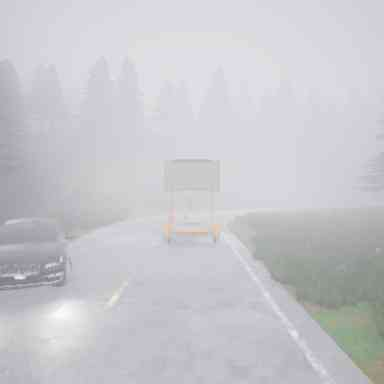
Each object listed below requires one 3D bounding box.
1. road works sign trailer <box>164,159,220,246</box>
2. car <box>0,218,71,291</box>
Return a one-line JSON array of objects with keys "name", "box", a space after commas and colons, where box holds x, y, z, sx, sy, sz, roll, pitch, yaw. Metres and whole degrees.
[{"name": "road works sign trailer", "box": [-0.001, 0.362, 14.669, 2.380, 3.560, 2.880, 0, 0, 0]}, {"name": "car", "box": [-4.358, 1.511, 9.032, 1.837, 1.490, 4.892, 0, 0, -21]}]
